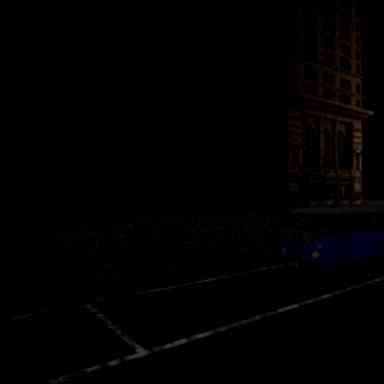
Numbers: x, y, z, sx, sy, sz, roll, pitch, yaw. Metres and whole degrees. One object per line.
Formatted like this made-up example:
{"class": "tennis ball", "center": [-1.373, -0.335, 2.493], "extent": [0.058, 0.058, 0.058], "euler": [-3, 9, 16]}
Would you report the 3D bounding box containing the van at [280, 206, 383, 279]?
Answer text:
{"class": "van", "center": [4.309, 1.334, 9.725], "extent": [3.998, 1.788, 1.690], "euler": [0, 0, -35]}
